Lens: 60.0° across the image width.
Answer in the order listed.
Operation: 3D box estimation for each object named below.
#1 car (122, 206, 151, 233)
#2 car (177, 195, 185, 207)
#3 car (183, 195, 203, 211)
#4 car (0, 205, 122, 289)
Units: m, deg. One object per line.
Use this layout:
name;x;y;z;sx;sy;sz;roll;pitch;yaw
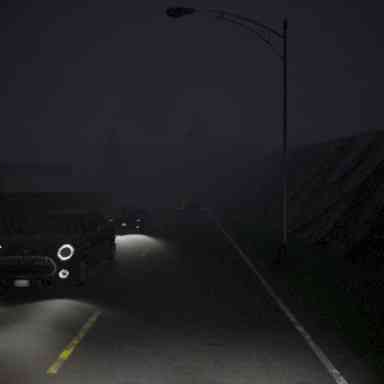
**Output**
car;-3.526;1.497;19.250;1.994;1.385;4.181;0;0;0
car;-0.931;1.186;48.621;2.097;1.767;4.553;0;0;-9
car;0.138;1.397;37.869;1.812;1.442;4.674;0;0;-1
car;-3.570;1.318;9.228;2.097;1.767;4.553;0;0;0
